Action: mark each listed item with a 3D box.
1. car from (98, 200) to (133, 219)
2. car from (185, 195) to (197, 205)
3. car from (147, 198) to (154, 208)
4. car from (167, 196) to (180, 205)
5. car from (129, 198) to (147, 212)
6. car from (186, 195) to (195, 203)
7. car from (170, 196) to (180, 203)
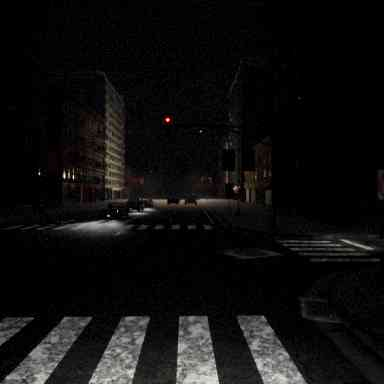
[{"bbox_3d":[-6.715,1.600,28.951,1.895,1.301,4.718,0,0,0],"label":"car"},{"bbox_3d":[-0.233,1.342,58.300,2.097,1.767,4.553,0,0,0],"label":"car"},{"bbox_3d":[-6.787,1.594,48.778,1.895,1.301,4.718,0,0,0],"label":"car"},{"bbox_3d":[-3.390,1.467,59.731,1.882,1.535,5.008,0,0,0],"label":"car"},{"bbox_3d":[-6.751,1.522,38.740,1.812,1.442,4.674,0,0,0],"label":"car"},{"bbox_3d":[-0.273,1.464,68.333,1.882,1.535,5.008,0,0,0],"label":"car"},{"bbox_3d":[-3.445,1.587,69.884,1.895,1.301,4.718,0,0,0],"label":"car"}]
